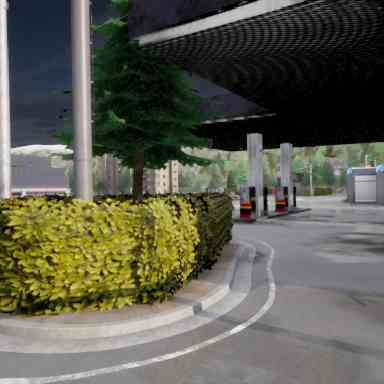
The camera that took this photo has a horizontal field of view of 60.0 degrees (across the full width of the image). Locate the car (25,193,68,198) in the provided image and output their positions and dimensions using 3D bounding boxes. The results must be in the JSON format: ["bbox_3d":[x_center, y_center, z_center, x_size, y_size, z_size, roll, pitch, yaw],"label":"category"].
[{"bbox_3d":[-14.746,1.183,33.582,3.866,1.878,1.905,-1,1,35],"label":"car"}]

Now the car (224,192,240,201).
[{"bbox_3d":[7.473,0.850,63.898,5.027,1.636,2.152,-1,1,35],"label":"car"}]

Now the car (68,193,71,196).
[{"bbox_3d":[-24.204,1.124,63.874,3.866,1.878,1.905,-1,1,35],"label":"car"}]

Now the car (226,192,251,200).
[{"bbox_3d":[9.246,0.812,66.485,4.514,1.523,2.007,-1,1,35],"label":"car"}]
